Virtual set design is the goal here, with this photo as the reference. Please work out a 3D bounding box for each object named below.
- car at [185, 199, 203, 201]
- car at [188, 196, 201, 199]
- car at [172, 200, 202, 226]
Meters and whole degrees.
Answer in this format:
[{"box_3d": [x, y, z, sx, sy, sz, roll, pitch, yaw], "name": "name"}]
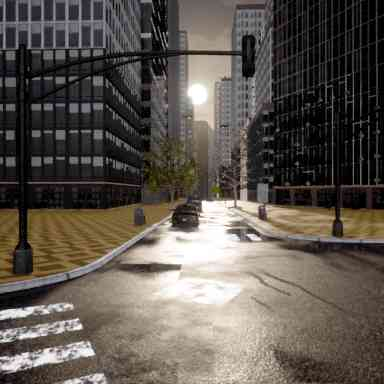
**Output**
[{"box_3d": [-0.056, 1.777, 35.621, 1.812, 1.442, 4.674, 0, 0, 2], "name": "car"}, {"box_3d": [0.328, 1.554, 46.274, 2.150, 2.045, 5.566, 0, 0, 2], "name": "car"}, {"box_3d": [-0.427, 1.654, 25.409, 1.882, 1.535, 5.008, 0, 0, 2], "name": "car"}]
